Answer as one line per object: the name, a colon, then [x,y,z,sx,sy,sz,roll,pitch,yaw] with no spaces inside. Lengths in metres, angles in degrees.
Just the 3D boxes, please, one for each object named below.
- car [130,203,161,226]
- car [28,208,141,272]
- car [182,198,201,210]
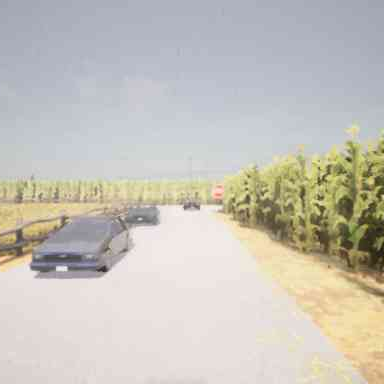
car: [-3.162,1.445,22.199,1.994,1.385,4.181,0,0,0]
car: [-3.190,1.489,10.817,2.033,1.411,5.357,0,0,0]
car: [-0.121,1.392,38.984,1.895,1.301,4.718,0,0,-4]
